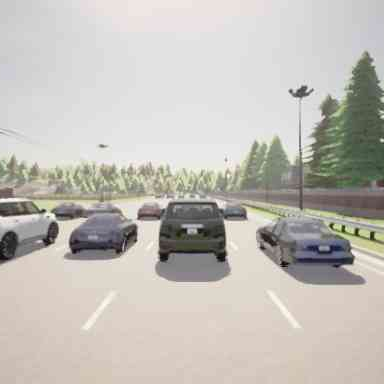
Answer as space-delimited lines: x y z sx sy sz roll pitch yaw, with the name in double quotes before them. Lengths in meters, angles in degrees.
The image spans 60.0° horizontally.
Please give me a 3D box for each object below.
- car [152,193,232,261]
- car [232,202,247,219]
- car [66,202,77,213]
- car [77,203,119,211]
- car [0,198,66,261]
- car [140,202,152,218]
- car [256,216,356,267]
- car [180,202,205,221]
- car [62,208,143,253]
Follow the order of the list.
"car" 0.031 1.218 12.354 2.150 2.045 5.566 0 0 0
"car" 3.541 1.554 28.736 1.994 1.385 4.181 0 0 0
"car" -10.552 1.550 28.689 1.994 1.385 4.181 0 0 -1
"car" -6.981 1.537 26.310 2.033 1.411 5.357 0 0 0
"car" -6.969 1.218 12.358 2.150 2.045 5.566 0 0 0
"car" -3.459 1.554 28.660 1.994 1.385 4.181 0 0 1
"car" 3.524 1.543 11.361 2.033 1.411 5.357 0 0 0
"car" 0.032 1.590 27.880 1.895 1.301 4.718 0 0 0
"car" -3.456 1.559 13.693 1.994 1.385 4.181 0 0 1
